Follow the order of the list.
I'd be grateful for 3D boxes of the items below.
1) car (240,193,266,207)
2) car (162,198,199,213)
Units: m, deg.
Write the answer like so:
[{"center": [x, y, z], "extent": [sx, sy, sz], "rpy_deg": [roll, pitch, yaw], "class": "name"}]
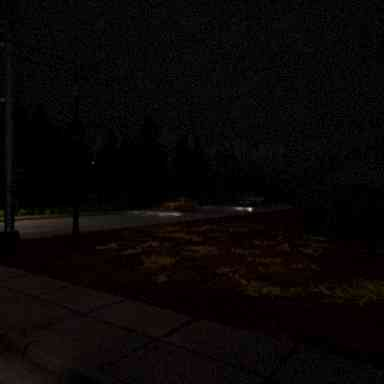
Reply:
[{"center": [9.439, 1.202, 51.331], "extent": [2.150, 2.045, 5.566], "rpy_deg": [0, 0, 37], "class": "car"}, {"center": [-1.212, 1.416, 37.138], "extent": [1.882, 1.535, 5.008], "rpy_deg": [0, 0, 37], "class": "car"}]
